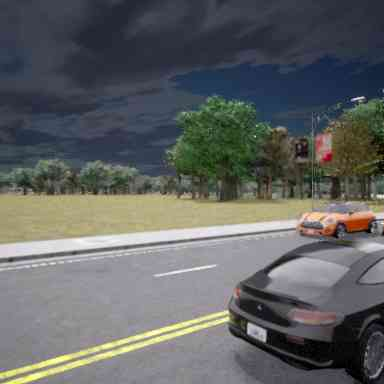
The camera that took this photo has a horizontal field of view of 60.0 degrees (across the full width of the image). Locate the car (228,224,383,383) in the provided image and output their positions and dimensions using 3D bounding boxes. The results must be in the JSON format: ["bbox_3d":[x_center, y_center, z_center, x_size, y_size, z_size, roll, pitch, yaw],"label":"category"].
[{"bbox_3d":[2.650,1.506,5.328,4.674,1.442,1.812,0,0,-36],"label":"car"}]

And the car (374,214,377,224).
[{"bbox_3d":[10.468,1.498,15.139,4.181,1.385,1.994,0,0,-35],"label":"car"}]

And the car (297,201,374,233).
[{"bbox_3d":[7.398,1.292,16.941,4.553,1.767,2.097,0,0,-35],"label":"car"}]
